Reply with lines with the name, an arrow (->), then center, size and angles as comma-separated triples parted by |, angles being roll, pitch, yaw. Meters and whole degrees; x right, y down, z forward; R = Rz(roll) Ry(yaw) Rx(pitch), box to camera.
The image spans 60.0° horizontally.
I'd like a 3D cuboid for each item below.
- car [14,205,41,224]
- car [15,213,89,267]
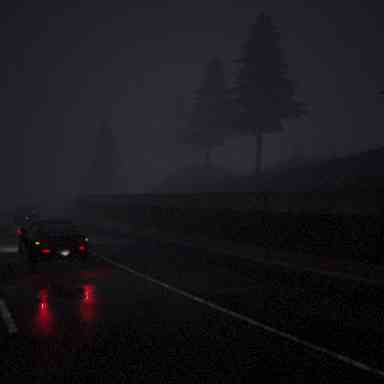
car -> -13.864, 1.853, 28.063 | 2.128, 1.511, 4.902 | 0, -1, -25
car -> -5.087, 1.679, 12.048 | 1.812, 1.442, 4.674 | 0, -1, -32
